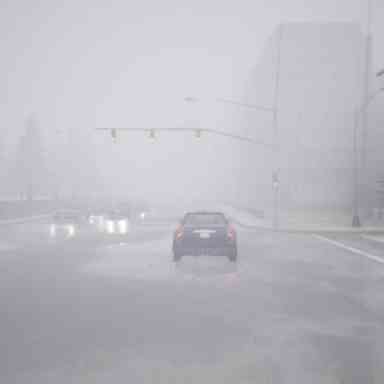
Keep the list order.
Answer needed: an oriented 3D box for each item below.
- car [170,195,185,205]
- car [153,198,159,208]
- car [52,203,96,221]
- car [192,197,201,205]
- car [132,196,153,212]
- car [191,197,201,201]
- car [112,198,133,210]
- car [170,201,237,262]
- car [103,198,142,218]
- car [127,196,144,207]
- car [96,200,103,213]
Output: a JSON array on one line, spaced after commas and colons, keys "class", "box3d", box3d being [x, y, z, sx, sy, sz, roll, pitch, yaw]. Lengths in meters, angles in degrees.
[{"class": "car", "box3d": [-2.695, 1.742, 58.498, 1.812, 1.442, 4.674, 0, 0, 0]}, {"class": "car", "box3d": [-6.276, 1.665, 51.080, 1.882, 1.535, 5.008, 0, 0, 1]}, {"class": "car", "box3d": [-9.976, 1.703, 28.026, 1.895, 1.301, 4.718, 0, 0, 0]}, {"class": "car", "box3d": [0.862, 1.729, 68.185, 1.882, 1.535, 5.008, 0, 0, 0]}, {"class": "car", "box3d": [-6.389, 1.627, 40.773, 1.882, 1.535, 5.008, 0, 0, 0]}, {"class": "car", "box3d": [0.810, 1.784, 59.474, 1.994, 1.385, 4.181, 0, 0, 0]}, {"class": "car", "box3d": [-9.826, 1.679, 47.432, 1.837, 1.490, 4.892, 0, 0, 1]}, {"class": "car", "box3d": [0.473, 1.398, 12.539, 2.097, 1.767, 4.553, 0, 0, 2]}, {"class": "car", "box3d": [-6.456, 1.607, 31.407, 2.128, 1.511, 4.902, 0, 0, 0]}, {"class": "car", "box3d": [-9.701, 1.563, 57.597, 2.097, 1.767, 4.553, 0, 0, 0]}, {"class": "car", "box3d": [-9.915, 1.628, 37.338, 2.128, 1.511, 4.902, 0, 0, 0]}]
